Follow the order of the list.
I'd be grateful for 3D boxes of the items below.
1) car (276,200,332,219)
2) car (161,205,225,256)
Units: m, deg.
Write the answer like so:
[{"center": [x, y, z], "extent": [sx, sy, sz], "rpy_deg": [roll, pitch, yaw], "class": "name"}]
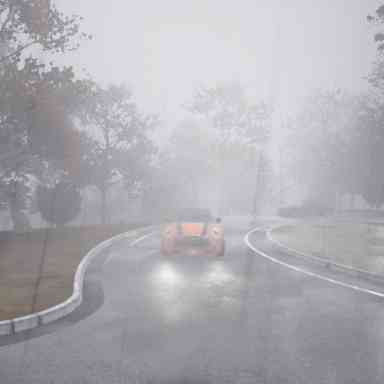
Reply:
[{"center": [9.634, 1.474, 28.557], "extent": [5.008, 1.535, 1.882], "rpy_deg": [0, -1, -20], "class": "car"}, {"center": [0.024, 1.351, 12.978], "extent": [2.097, 1.767, 4.553], "rpy_deg": [0, 0, 1], "class": "car"}]
